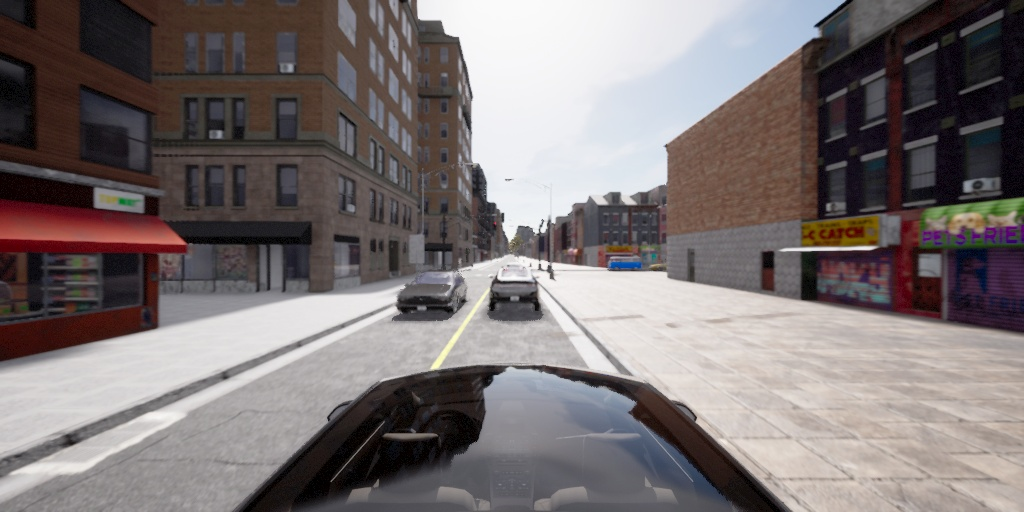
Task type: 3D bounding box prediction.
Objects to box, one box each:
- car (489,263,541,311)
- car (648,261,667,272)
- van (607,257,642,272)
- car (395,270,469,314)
[{"bbox_3d":[0.105,1.208,14.389,2.128,1.511,4.902,0,0,0],"label":"car"},{"bbox_3d":[19.203,1.159,43.846,4.829,1.417,1.751,0,0,0],"label":"car"},{"bbox_3d":[13.762,0.979,43.857,3.998,1.789,1.690,0,0,0],"label":"van"},{"bbox_3d":[-2.821,1.266,13.925,2.033,1.411,5.357,0,0,0],"label":"car"}]
